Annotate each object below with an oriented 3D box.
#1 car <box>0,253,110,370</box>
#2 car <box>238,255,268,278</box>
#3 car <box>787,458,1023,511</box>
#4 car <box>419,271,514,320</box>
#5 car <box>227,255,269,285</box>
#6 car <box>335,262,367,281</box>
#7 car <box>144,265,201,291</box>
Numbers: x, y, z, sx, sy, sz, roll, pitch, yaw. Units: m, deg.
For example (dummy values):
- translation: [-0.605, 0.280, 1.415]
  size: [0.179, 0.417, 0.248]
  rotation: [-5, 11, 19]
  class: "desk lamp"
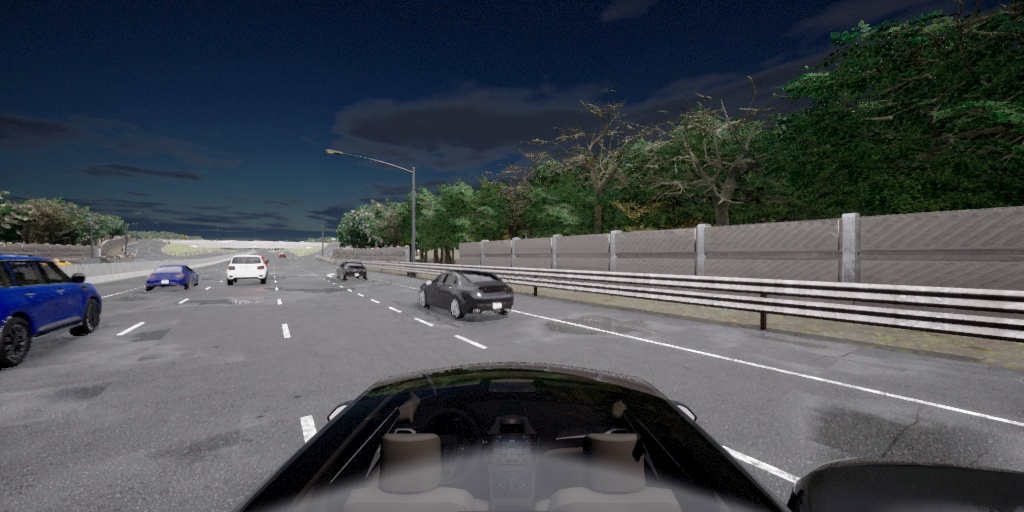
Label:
- translation: [-10.564, 0.968, 7.076]
  size: [2.150, 2.045, 5.566]
  rotation: [0, 0, -34]
  class: "car"
- translation: [-25.216, 0.946, 35.094]
  size: [2.150, 2.045, 5.566]
  rotation: [0, 0, -34]
  class: "car"
- translation: [2.984, 1.315, 0.538]
  size: [4.181, 1.385, 1.994]
  rotation: [0, 0, 34]
  class: "car"
- translation: [-1.801, 1.254, 12.861]
  size: [1.837, 1.490, 4.892]
  rotation: [0, 0, -34]
  class: "car"
- translation: [-19.211, 0.957, 26.139]
  size: [2.150, 2.045, 5.566]
  rotation: [0, 0, -34]
  class: "car"
- translation: [-13.635, 1.239, 30.389]
  size: [1.837, 1.490, 4.892]
  rotation: [0, -1, -34]
  class: "car"
- translation: [-20.427, 1.263, 21.676]
  size: [1.812, 1.442, 4.674]
  rotation: [0, 0, -34]
  class: "car"
